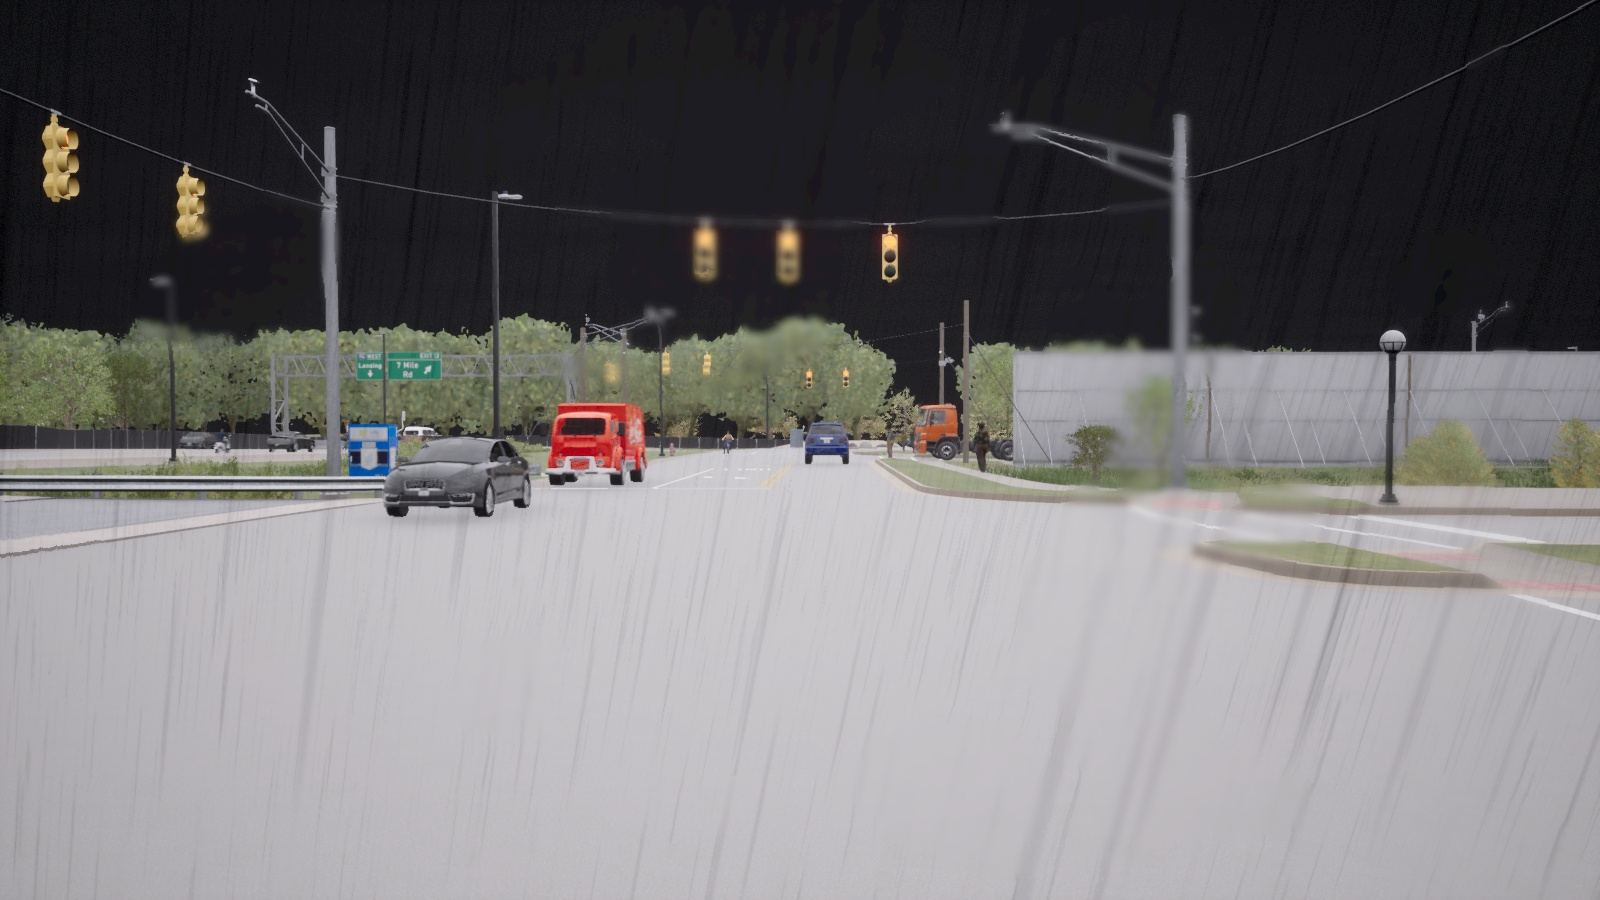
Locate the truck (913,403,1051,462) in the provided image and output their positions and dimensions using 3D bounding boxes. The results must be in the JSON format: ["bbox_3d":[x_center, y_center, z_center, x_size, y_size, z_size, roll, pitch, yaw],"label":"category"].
[{"bbox_3d":[11.123,-1.089,77.374,7.936,3.462,2.891,1,2,-4],"label":"truck"}]

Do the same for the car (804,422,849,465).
[{"bbox_3d":[1.361,-0.350,62.966,2.150,2.045,5.566,0,1,2],"label":"car"}]

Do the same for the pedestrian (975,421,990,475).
[{"bbox_3d":[6.640,-0.085,45.664,0.395,1.930,0.692,0,2,-2],"label":"pedestrian"}]

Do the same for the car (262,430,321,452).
[{"bbox_3d":[-36.335,-0.660,89.899,2.128,1.511,4.902,0,0,1],"label":"car"}]

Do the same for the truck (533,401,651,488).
[{"bbox_3d":[-6.252,-0.197,38.464,2.627,2.467,5.204,0,1,1],"label":"truck"}]

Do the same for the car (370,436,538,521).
[{"bbox_3d":[-6.597,0.477,24.530,1.837,1.490,4.892,0,1,1],"label":"car"}]

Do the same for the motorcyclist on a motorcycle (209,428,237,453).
[{"bbox_3d":[-36.537,-0.602,79.527,0.866,1.590,1.817,0,0,1],"label":"motorcyclist on a motorcycle"}]
